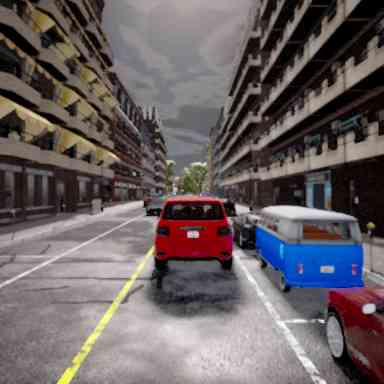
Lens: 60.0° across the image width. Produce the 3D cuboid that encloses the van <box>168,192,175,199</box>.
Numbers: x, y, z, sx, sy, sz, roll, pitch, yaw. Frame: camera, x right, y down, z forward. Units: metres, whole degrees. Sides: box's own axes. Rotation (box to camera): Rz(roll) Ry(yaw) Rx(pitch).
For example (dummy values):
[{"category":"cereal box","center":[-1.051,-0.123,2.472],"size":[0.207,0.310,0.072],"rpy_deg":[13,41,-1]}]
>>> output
[{"category":"van","center":[-5.712,0.919,92.084],"size":[1.690,1.788,3.998],"rpy_deg":[1,0,0]}]

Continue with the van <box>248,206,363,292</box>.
[{"category":"van","center":[2.700,1.301,8.480],"size":[1.690,1.788,3.998],"rpy_deg":[1,0,0]}]

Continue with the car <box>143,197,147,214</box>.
[{"category":"car","center":[-3.113,1.403,31.172],"size":[2.033,1.411,5.357],"rpy_deg":[0,0,0]}]

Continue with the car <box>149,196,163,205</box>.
[{"category":"car","center":[-5.700,1.337,53.087],"size":[1.802,1.307,4.206],"rpy_deg":[1,0,0]}]

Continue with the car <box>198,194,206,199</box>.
[{"category":"car","center":[2.648,1.148,86.477],"size":[1.887,1.381,4.507],"rpy_deg":[1,0,0]}]

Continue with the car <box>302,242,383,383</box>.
[{"category":"car","center":[2.699,1.531,2.911],"size":[1.887,1.381,4.507],"rpy_deg":[1,0,0]}]

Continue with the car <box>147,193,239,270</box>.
[{"category":"car","center":[0.073,1.167,10.989],"size":[2.150,2.045,5.566],"rpy_deg":[0,0,1]}]

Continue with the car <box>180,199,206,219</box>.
[{"category":"car","center":[0.085,1.414,28.738],"size":[2.033,1.411,5.357],"rpy_deg":[0,0,0]}]

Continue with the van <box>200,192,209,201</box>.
[{"category":"van","center":[2.680,1.020,69.763],"size":[1.690,1.788,3.998],"rpy_deg":[1,0,0]}]

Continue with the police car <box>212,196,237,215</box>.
[{"category":"police car","center":[3.121,1.274,32.618],"size":[1.930,1.638,5.238],"rpy_deg":[0,0,0]}]

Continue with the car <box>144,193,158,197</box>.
[{"category":"car","center":[-5.694,1.096,47.515],"size":[2.192,1.841,5.009],"rpy_deg":[1,0,0]}]

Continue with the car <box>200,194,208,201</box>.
[{"category":"car","center":[2.680,1.178,75.505],"size":[1.752,1.417,4.829],"rpy_deg":[1,0,0]}]

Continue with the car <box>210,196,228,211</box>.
[{"category":"car","center":[3.130,1.321,39.508],"size":[1.837,1.490,4.892],"rpy_deg":[0,0,0]}]

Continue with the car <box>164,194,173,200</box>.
[{"category":"car","center":[-5.710,1.194,80.942],"size":[1.947,1.339,4.313],"rpy_deg":[1,0,0]}]

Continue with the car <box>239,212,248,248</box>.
[{"category":"car","center":[2.695,1.485,14.052],"size":[2.008,1.369,4.403],"rpy_deg":[1,0,0]}]
